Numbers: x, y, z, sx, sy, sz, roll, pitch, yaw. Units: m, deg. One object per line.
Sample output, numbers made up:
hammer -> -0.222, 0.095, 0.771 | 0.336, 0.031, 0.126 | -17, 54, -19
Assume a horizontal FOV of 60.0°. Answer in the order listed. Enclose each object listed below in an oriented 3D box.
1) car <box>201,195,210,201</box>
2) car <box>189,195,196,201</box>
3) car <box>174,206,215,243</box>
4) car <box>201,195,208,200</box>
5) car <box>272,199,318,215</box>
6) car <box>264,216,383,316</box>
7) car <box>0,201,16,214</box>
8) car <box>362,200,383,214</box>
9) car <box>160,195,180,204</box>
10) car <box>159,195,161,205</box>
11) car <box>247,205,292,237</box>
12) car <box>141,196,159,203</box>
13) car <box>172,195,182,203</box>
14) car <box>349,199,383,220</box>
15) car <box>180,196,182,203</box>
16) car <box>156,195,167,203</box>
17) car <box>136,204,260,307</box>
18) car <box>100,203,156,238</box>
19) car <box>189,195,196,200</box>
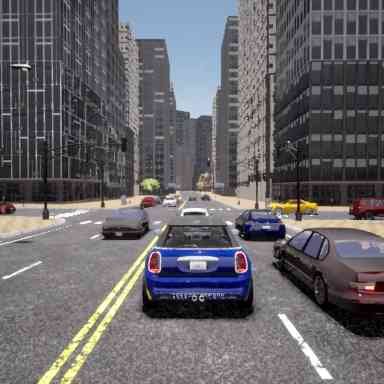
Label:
car -> 3.386, 1.425, 80.431 | 1.837, 1.490, 4.892 | 0, 0, 0
car -> 0.134, 1.451, 79.797 | 2.128, 1.511, 4.902 | 0, 0, 0
car -> 0.128, 1.517, 16.988 | 1.812, 1.442, 4.674 | 0, 0, 0
car -> 3.403, 1.504, 90.454 | 1.895, 1.301, 4.718 | 0, 0, 0
car -> 10.442, 1.537, 34.675 | 5.008, 1.535, 1.882 | 0, 1, 1
car -> 3.363, 1.544, 7.791 | 2.033, 1.411, 5.357 | 0, 0, 0
car -> -19.339, 1.408, 32.013 | 4.181, 1.385, 1.994 | 1, 1, 1
car -> 21.872, 1.643, 37.056 | 4.829, 1.417, 1.752 | 1, 0, 1
car -> -3.258, 1.490, 49.776 | 1.812, 1.442, 4.674 | 0, 0, 0
car -> -6.476, 1.500, 59.952 | 2.033, 1.411, 5.357 | 0, 0, 0
car -> 3.377, 1.555, 17.030 | 1.994, 1.385, 4.181 | 0, 0, 0
car -> -6.507, 1.442, 50.025 | 1.882, 1.535, 5.008 | 0, 0, 0
car -> -3.134, 1.418, 69.683 | 1.882, 1.535, 5.008 | 0, 0, 0
car -> 16.249, 1.519, 28.779 | 5.009, 1.841, 2.192 | 1, 0, 1
car -> -3.227, 1.501, 59.467 | 2.033, 1.411, 5.357 | 0, 0, 0
car -> -6.383, 1.417, 70.322 | 1.882, 1.535, 5.008 | 0, 0, 0
car -> 0.113, 1.348, 8.131 | 2.097, 1.767, 4.553 | 0, 0, 0
car -> -3.338, 1.538, 17.794 | 2.033, 1.411, 5.357 | 0, 0, 0
car -> 0.151, 1.450, 90.016 | 2.033, 1.411, 5.357 | 0, 0, 0
